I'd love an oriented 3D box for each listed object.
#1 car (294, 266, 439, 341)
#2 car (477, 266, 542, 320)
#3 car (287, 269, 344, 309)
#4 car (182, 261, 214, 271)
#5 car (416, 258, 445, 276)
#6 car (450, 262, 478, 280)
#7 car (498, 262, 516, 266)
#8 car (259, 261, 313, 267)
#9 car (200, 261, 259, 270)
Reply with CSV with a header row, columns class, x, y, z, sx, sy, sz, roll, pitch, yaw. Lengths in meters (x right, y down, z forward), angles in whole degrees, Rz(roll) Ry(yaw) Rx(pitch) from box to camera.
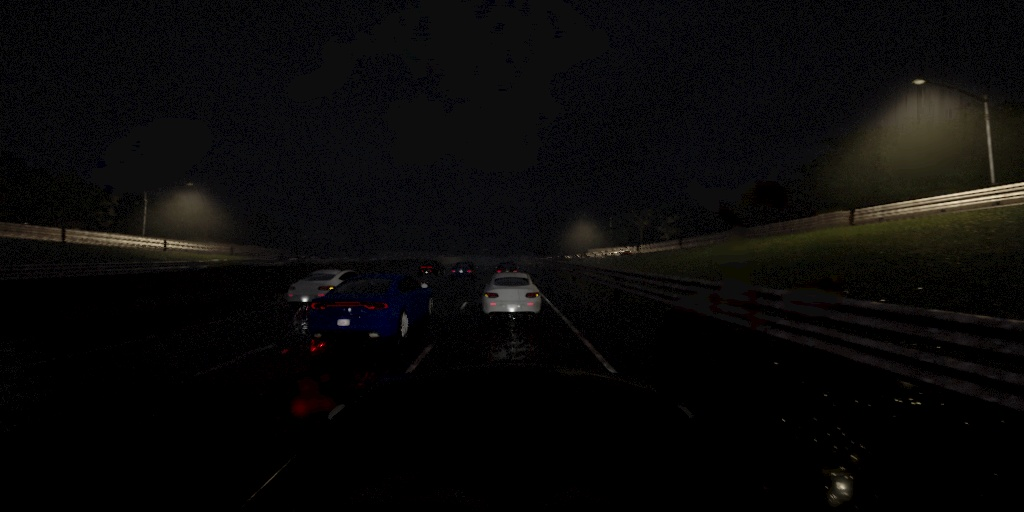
class,x,y,z,sx,sy,sz,roll,pitch,yaw
car,-3.497,1.205,9.840,1.882,1.535,5.008,0,0,-1
car,-0.040,1.245,12.307,1.812,1.442,4.674,0,0,-1
car,-7.068,1.238,14.481,1.812,1.442,4.674,0,0,-1
car,-25.108,1.146,30.099,2.128,1.511,4.902,0,0,-1
car,-7.491,1.145,33.640,1.837,1.490,4.892,0,0,-1
car,-3.899,1.204,29.541,2.033,1.411,5.357,0,0,-1
car,-0.399,1.204,29.561,2.033,1.411,5.357,0,0,-1
car,-18.105,1.147,29.875,2.128,1.511,4.902,0,0,-1
car,-21.576,1.262,28.398,1.895,1.301,4.718,0,0,-1
